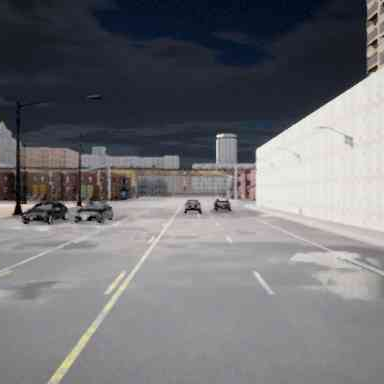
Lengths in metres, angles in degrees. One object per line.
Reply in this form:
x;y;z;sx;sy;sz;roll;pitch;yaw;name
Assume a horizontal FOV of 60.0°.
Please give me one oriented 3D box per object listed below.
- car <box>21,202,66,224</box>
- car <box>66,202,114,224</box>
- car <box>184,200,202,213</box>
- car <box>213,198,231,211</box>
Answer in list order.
-10.594;1.491;24.326;1.837;1.490;4.892;0;0;0;car
-7.093;1.479;24.431;2.128;1.511;4.902;0;0;0;car
0.094;1.528;36.326;2.033;1.411;5.357;0;0;0;car
3.592;1.470;40.203;2.128;1.511;4.902;0;0;0;car
